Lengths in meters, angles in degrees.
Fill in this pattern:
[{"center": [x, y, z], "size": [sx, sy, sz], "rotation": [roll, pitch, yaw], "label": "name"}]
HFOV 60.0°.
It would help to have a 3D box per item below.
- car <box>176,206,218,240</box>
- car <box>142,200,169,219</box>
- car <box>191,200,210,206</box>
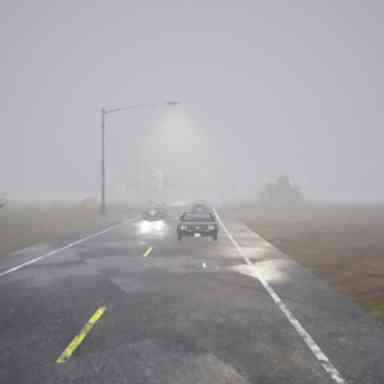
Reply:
[{"center": [0.282, 1.601, 16.907], "size": [1.895, 1.301, 4.718], "rotation": [0, 0, 1], "label": "car"}, {"center": [-3.073, 1.490, 28.859], "size": [2.128, 1.511, 4.902], "rotation": [0, 0, 2], "label": "car"}, {"center": [0.851, 1.526, 34.588], "size": [1.812, 1.442, 4.674], "rotation": [0, 0, 2], "label": "car"}]
